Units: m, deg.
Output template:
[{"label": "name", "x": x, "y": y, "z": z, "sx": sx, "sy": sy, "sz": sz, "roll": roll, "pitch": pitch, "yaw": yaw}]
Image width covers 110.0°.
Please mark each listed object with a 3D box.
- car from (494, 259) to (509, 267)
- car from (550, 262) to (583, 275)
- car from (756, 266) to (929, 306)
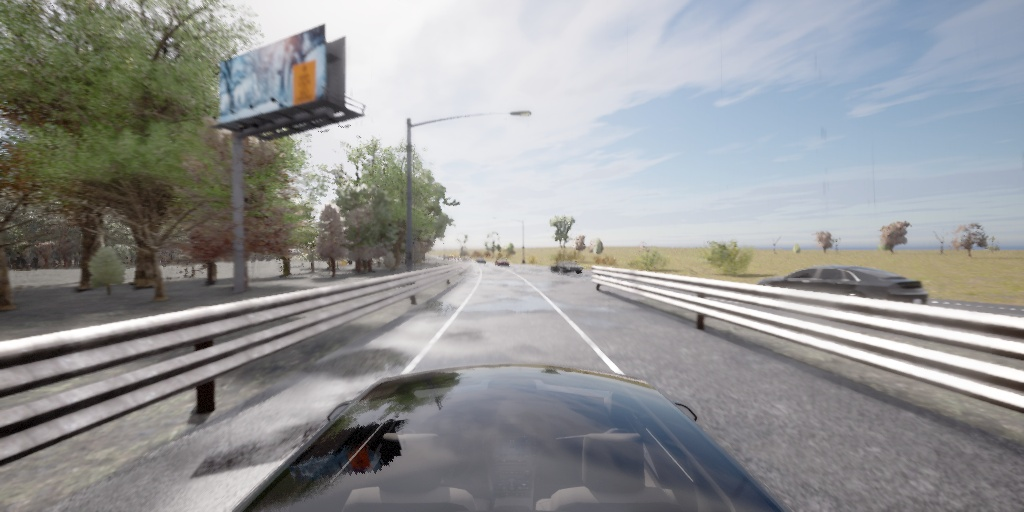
[{"label": "car", "x": -1.937, "y": 1.224, "z": 65.124, "sx": 1.895, "sy": 1.301, "sz": 4.718, "roll": -1, "pitch": 0, "yaw": -14}, {"label": "car", "x": 5.340, "y": 1.208, "z": 36.053, "sx": 1.895, "sy": 1.301, "sz": 4.718, "roll": -1, "pitch": 0, "yaw": -14}, {"label": "car", "x": 11.171, "y": 1.092, "z": 12.748, "sx": 1.837, "sy": 1.490, "sz": 4.892, "roll": -1, "pitch": 0, "yaw": -14}]
